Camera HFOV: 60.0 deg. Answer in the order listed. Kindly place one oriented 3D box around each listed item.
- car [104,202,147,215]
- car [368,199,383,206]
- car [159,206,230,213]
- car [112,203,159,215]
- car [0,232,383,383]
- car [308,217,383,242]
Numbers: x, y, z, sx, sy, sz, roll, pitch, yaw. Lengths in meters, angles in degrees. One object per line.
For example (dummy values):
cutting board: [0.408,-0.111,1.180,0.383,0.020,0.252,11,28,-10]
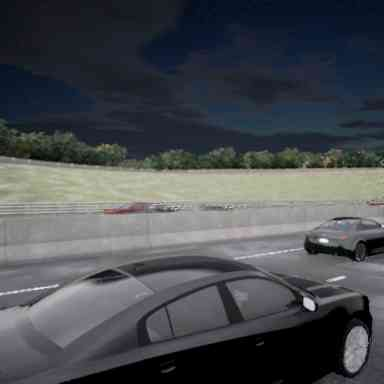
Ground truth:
car: [-4.534,1.532,26.549,5.008,1.535,1.882,0,0,-35]
car: [28.472,1.742,50.037,5.008,1.535,1.882,0,0,-35]
car: [0.856,1.611,21.796,5.357,1.411,2.033,0,0,-35]
car: [-2.834,1.653,23.463,4.718,1.301,1.895,0,0,-35]
car: [0.147,1.487,3.851,5.008,1.535,1.882,0,0,-35]
car: [6.072,1.621,12.374,4.181,1.385,1.994,0,0,-35]
